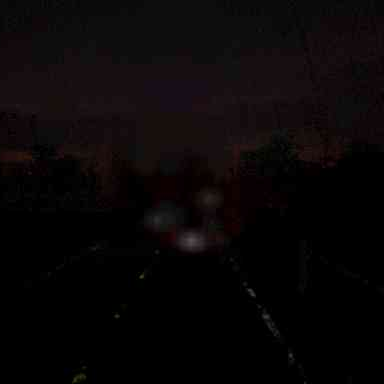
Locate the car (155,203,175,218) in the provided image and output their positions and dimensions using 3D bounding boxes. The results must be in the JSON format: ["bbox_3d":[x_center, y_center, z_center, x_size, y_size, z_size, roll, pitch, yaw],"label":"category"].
[{"bbox_3d":[-2.785,1.926,35.512,2.033,1.411,5.357,0,-1,0],"label":"car"}]

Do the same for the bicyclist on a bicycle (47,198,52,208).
[{"bbox_3d":[-22.499,1.741,52.585,0.582,1.620,1.656,1,0,1],"label":"bicyclist on a bicycle"}]

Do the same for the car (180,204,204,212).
[{"bbox_3d":[0.003,1.797,28.517,2.128,1.511,4.902,0,0,0],"label":"car"}]

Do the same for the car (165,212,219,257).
[{"bbox_3d":[0.013,1.709,13.537,1.994,1.385,4.181,0,-1,1],"label":"car"}]
